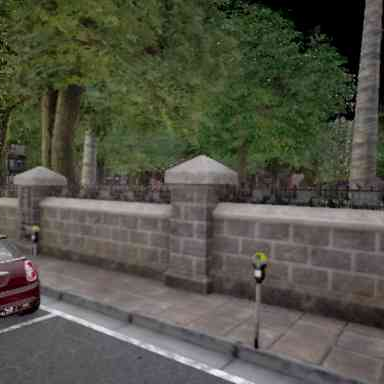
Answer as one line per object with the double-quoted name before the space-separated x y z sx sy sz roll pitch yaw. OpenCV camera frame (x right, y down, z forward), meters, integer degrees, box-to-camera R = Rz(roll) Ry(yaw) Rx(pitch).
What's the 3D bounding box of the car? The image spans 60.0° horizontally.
"car" -4.646 1.386 6.095 4.097 1.590 1.967 0 1 35
